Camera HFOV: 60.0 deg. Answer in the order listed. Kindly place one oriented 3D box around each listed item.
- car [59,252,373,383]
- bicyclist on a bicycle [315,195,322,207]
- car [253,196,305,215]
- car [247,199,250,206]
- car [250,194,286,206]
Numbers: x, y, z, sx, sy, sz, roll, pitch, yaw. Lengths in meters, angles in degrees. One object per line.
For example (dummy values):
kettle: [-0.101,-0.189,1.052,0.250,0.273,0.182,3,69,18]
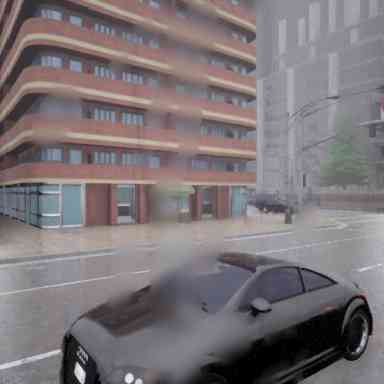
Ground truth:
car: [0.532,1.562,4.377,4.181,1.385,1.994,0,0,-36]
bicyclist on a bicycle: [17.805,1.301,46.934,1.656,1.620,0.582,0,0,-36]
car: [8.866,1.491,32.937,2.128,1.511,4.902,0,0,-36]
car: [9.727,1.477,49.849,1.882,1.535,5.008,0,0,-36]
car: [9.692,1.222,37.735,2.150,2.045,5.566,0,0,-36]
